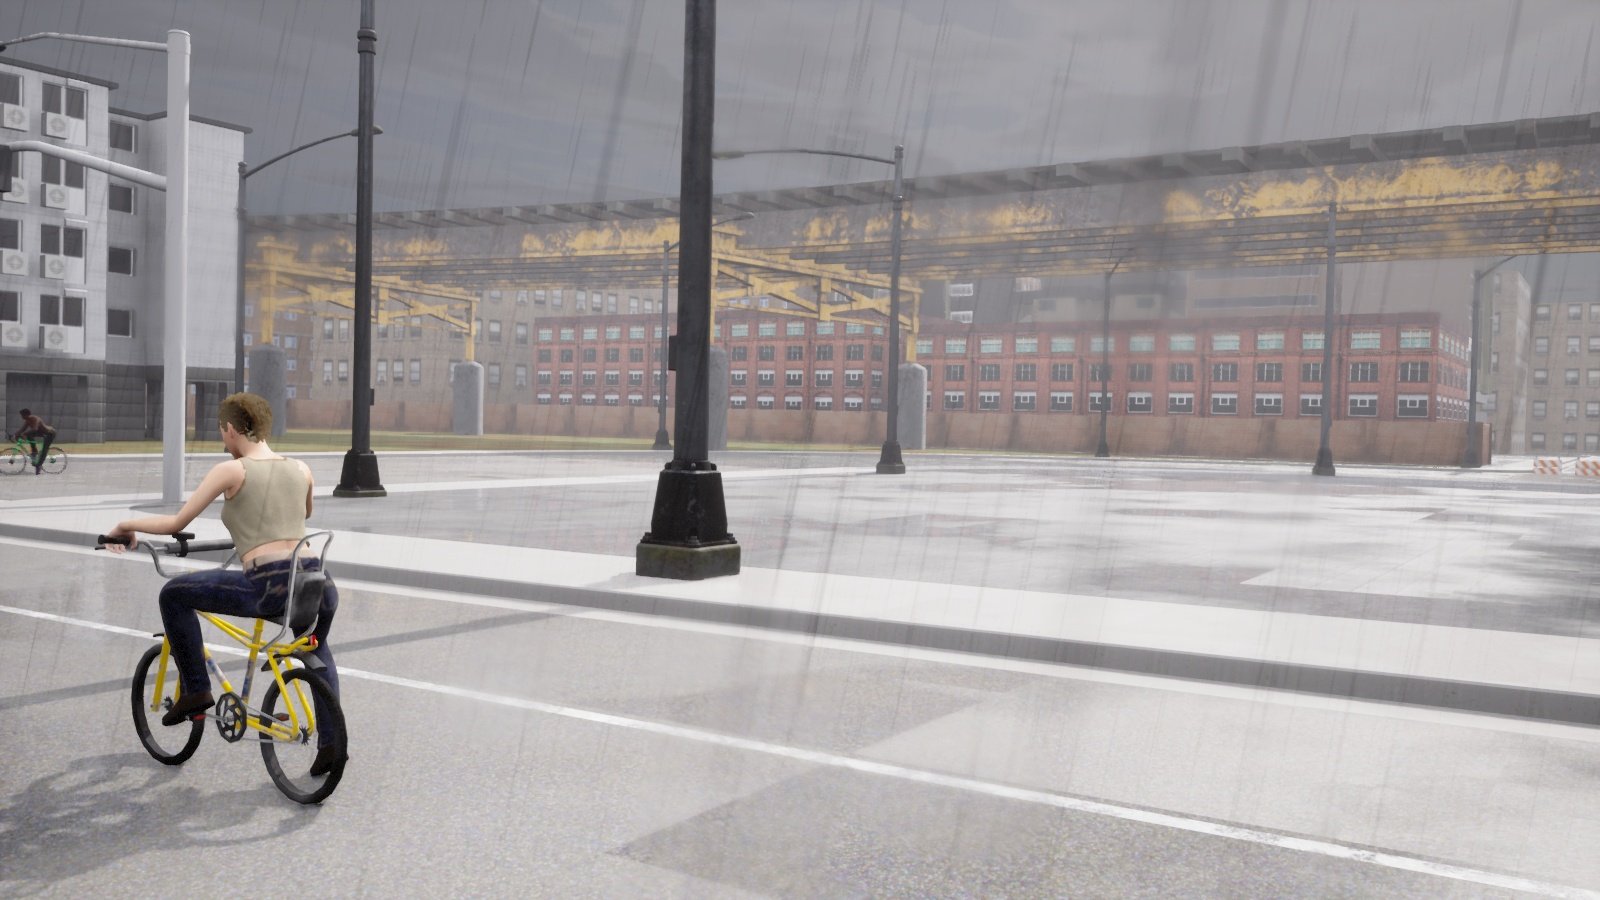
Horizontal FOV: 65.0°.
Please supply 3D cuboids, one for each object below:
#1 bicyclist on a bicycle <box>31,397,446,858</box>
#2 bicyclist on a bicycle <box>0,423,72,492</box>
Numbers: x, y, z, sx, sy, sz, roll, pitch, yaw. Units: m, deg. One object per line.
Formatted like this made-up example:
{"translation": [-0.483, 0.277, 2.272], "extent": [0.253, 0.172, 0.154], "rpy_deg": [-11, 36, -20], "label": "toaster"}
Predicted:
{"translation": [-2.312, 0.611, 5.154], "extent": [1.509, 1.612, 0.866], "rpy_deg": [0, 1, 34], "label": "bicyclist on a bicycle"}
{"translation": [-18.720, 0.155, 30.555], "extent": [0.582, 1.620, 1.656], "rpy_deg": [1, 2, 32], "label": "bicyclist on a bicycle"}
